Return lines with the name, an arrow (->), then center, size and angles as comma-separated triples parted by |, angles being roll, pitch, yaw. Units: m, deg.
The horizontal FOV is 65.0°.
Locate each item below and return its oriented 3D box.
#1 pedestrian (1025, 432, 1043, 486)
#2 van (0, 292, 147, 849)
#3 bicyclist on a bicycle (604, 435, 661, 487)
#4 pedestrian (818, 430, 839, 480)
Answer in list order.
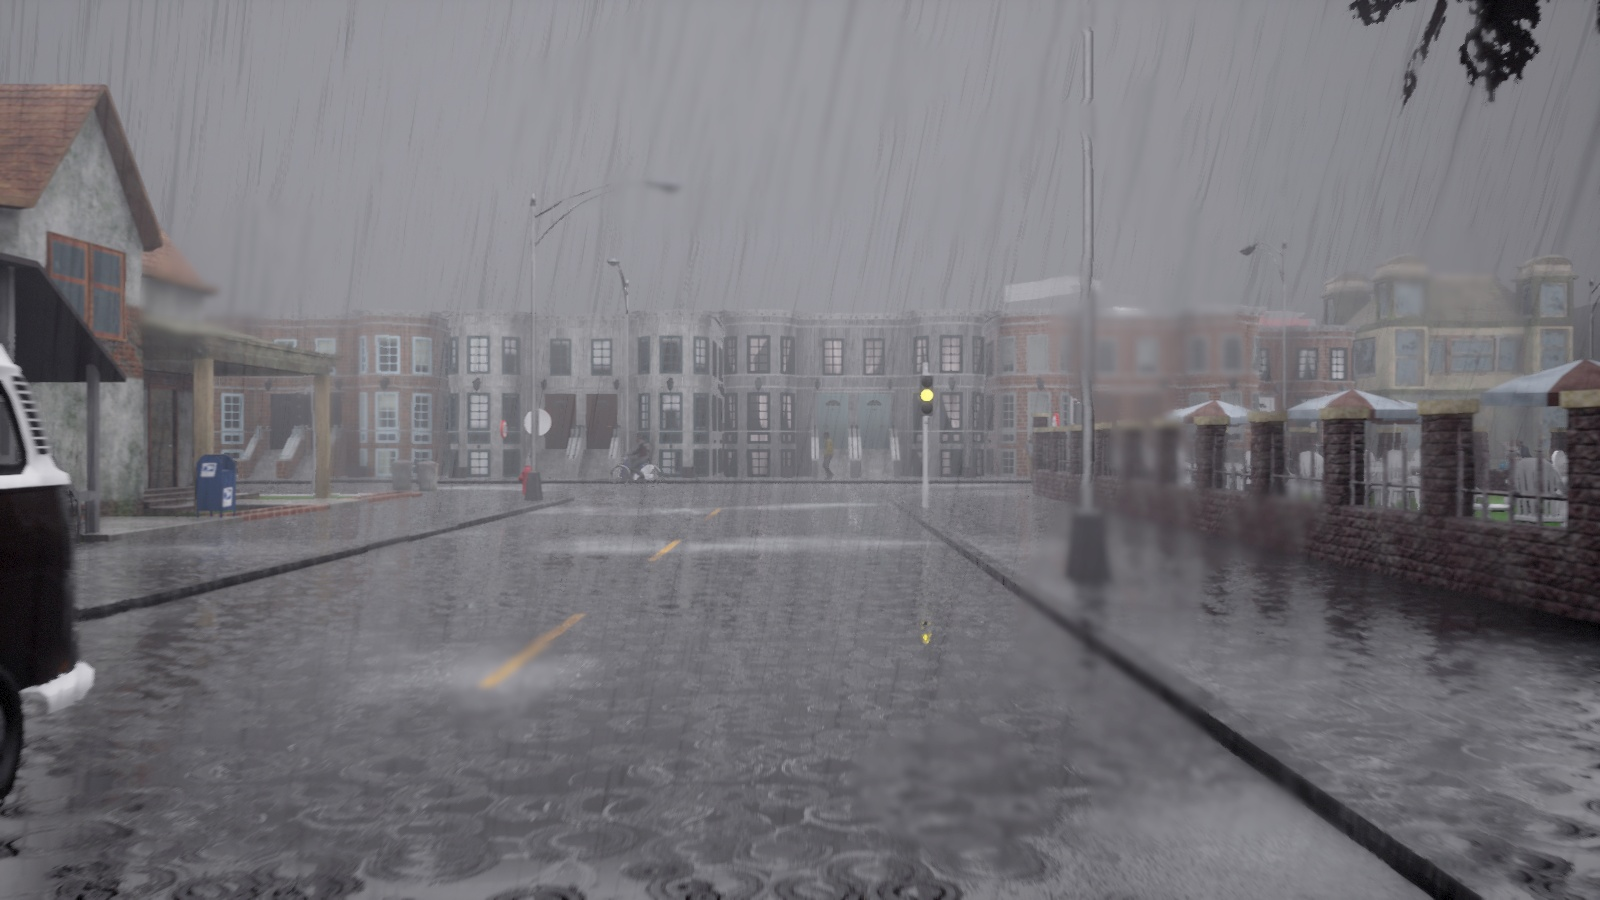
pedestrian -> 8.103, 0.300, 43.516 | 0.540, 1.848, 0.694 | 0, 0, 17
van -> -3.966, 0.448, 3.372 | 2.069, 2.038, 4.480 | 0, 0, 0
bicyclist on a bicycle -> -5.790, 0.368, 43.382 | 1.843, 1.776, 0.659 | 0, 2, 16
pedestrian -> 1.052, 0.192, 46.949 | 0.709, 1.840, 0.431 | 0, 0, 13
